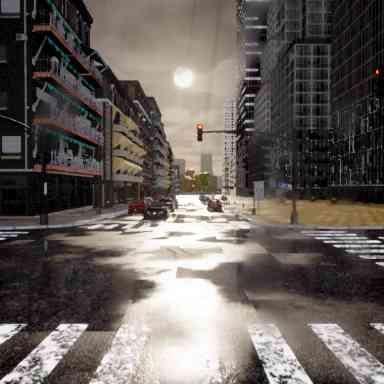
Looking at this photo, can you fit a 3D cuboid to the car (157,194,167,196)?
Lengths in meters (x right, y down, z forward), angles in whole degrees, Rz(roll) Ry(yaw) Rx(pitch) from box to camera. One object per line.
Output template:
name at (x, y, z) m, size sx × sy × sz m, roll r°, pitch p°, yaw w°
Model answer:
car at (-5.611, 1.312, 52.303) m, size 2.192 × 1.841 × 5.009 m, roll -1°, pitch 0°, yaw 0°

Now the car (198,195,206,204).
car at (2.760, 1.551, 63.642) m, size 2.008 × 1.369 × 4.403 m, roll -1°, pitch 0°, yaw 0°

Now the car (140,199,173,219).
car at (-3.048, 1.560, 29.129) m, size 1.994 × 1.385 × 4.181 m, roll 0°, pitch 0°, yaw 0°

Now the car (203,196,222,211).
car at (2.719, 1.540, 41.046) m, size 1.887 × 1.381 × 4.507 m, roll -1°, pitch 0°, yaw 0°

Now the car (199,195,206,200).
car at (2.811, 1.534, 92.058) m, size 1.752 × 1.417 × 4.829 m, roll -1°, pitch 0°, yaw 0°

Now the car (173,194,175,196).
car at (-5.550, 1.322, 86.196) m, size 2.192 × 1.841 × 5.009 m, roll -1°, pitch 0°, yaw 0°

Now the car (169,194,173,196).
car at (-5.577, 1.583, 69.249) m, size 1.802 × 1.307 × 4.206 m, roll -1°, pitch 0°, yaw 0°

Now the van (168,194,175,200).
van at (-5.539, 1.350, 91.844) m, size 1.690 × 1.788 × 3.998 m, roll -1°, pitch 0°, yaw 0°

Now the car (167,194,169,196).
car at (-5.599, 1.439, 57.950) m, size 1.967 × 1.590 × 4.097 m, roll -1°, pitch 0°, yaw 0°

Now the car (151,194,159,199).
car at (-5.630, 1.436, 41.004) m, size 1.967 × 1.590 × 4.097 m, roll -1°, pitch 0°, yaw 0°

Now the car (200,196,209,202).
car at (2.781, 1.548, 74.940) m, size 1.887 × 1.381 × 4.507 m, roll -1°, pitch 0°, yaw 0°

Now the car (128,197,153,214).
car at (-5.638, 1.540, 35.355) m, size 1.887 × 1.381 × 4.507 m, roll -1°, pitch 0°, yaw 0°

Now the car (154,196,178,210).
car at (-3.025, 1.500, 39.039) m, size 1.837 × 1.490 × 4.892 m, roll 0°, pitch 0°, yaw 0°
